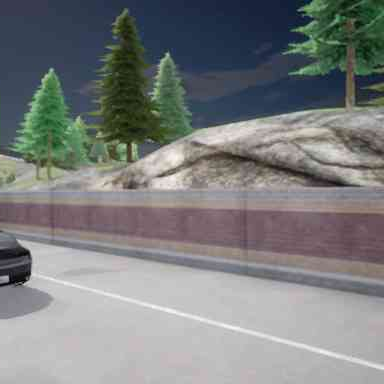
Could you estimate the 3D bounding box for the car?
[{"bbox_3d":[-5.859,1.558,8.259,4.892,1.490,1.837,0,0,36],"label":"car"}]
